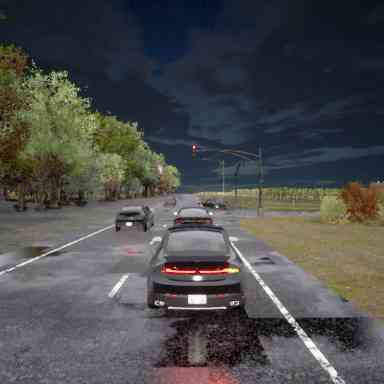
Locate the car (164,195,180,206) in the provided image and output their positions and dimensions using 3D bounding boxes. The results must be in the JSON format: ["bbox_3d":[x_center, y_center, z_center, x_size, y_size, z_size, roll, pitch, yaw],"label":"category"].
[{"bbox_3d":[-3.530,1.497,55.372,2.128,1.511,4.902,0,0,0],"label":"car"}]

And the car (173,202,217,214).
[{"bbox_3d":[0.063,1.482,17.100,1.882,1.535,5.008,0,0,0],"label":"car"}]

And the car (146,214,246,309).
[{"bbox_3d":[0.081,1.507,7.855,1.837,1.490,4.892,0,0,0],"label":"car"}]

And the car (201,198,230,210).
[{"bbox_3d":[2.912,1.559,44.627,1.837,1.490,4.892,-2,4,-44],"label":"car"}]

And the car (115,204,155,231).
[{"bbox_3d":[-3.446,1.509,20.578,1.837,1.490,4.892,0,0,0],"label":"car"}]
